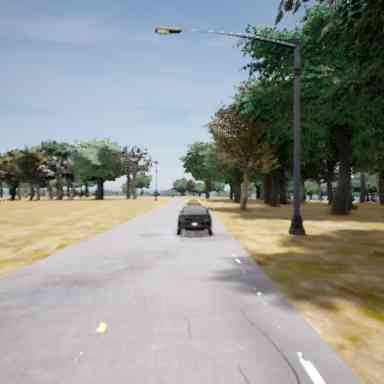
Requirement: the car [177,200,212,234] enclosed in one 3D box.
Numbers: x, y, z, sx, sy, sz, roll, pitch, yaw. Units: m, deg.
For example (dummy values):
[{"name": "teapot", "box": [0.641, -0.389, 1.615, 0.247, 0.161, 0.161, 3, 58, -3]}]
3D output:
[{"name": "car", "box": [0.139, 1.486, 19.362, 1.882, 1.535, 5.008, 0, 0, 0]}]
